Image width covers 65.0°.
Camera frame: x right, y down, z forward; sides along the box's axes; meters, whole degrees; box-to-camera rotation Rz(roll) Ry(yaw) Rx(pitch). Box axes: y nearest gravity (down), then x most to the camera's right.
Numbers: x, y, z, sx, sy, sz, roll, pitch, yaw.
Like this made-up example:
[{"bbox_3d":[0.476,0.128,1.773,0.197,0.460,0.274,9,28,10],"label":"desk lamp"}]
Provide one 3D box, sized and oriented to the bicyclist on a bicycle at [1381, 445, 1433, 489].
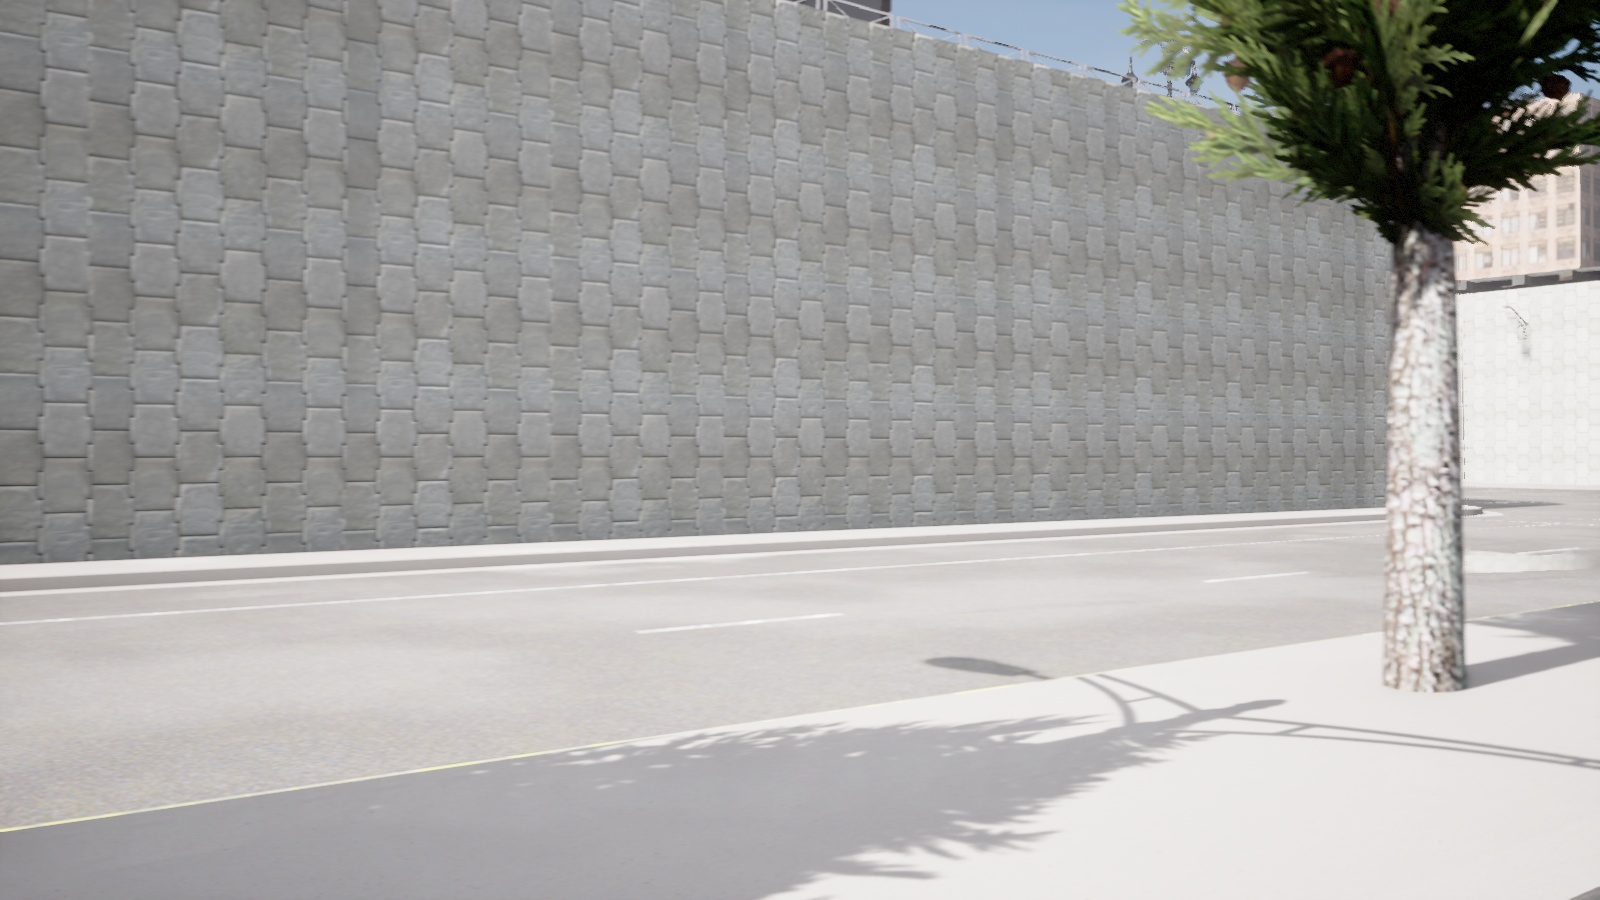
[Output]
[{"bbox_3d":[24.994,0.689,51.770,0.659,1.776,1.843,0,0,-34],"label":"bicyclist on a bicycle"}]
